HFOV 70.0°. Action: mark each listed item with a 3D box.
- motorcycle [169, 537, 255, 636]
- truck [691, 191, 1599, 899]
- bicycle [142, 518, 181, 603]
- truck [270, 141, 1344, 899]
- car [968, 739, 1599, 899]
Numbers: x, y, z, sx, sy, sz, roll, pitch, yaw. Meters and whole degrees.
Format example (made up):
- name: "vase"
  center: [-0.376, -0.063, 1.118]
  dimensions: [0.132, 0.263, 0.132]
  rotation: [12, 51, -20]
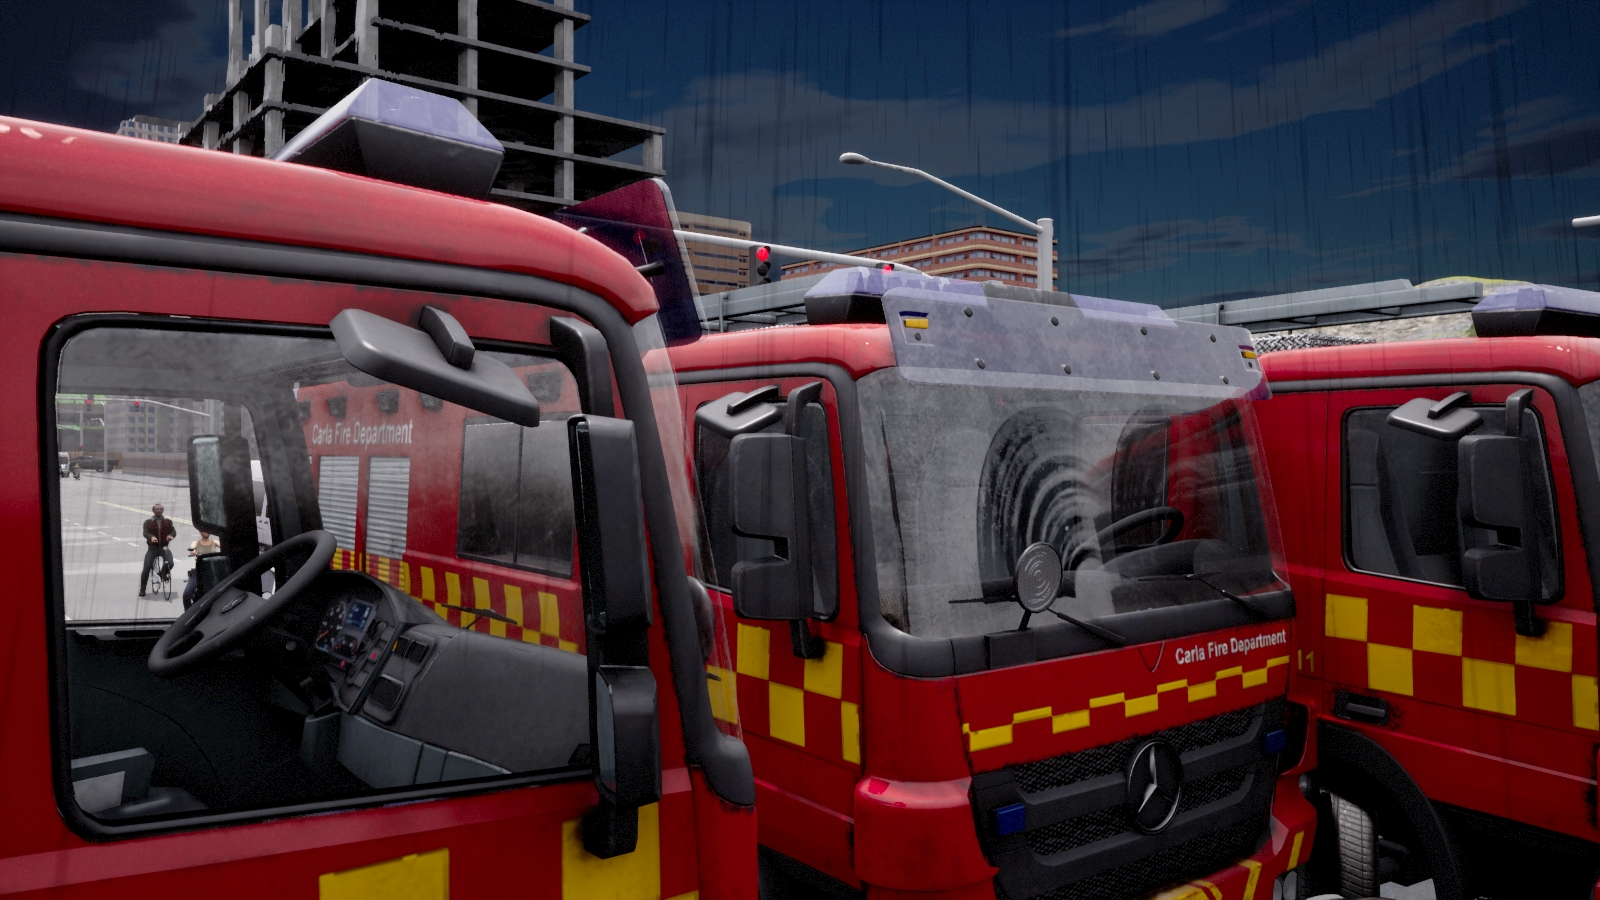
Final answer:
- name: "motorcycle"
  center: [-9.533, 2.155, 18.464]
  dimensions: [0.764, 1.307, 2.356]
  rotation: [0, 0, -39]
- name: "truck"
  center: [2.348, 0.890, 8.605]
  dimensions: [2.891, 3.827, 8.468]
  rotation: [0, 0, -31]
- name: "bicycle"
  center: [-12.095, 2.060, 21.614]
  dimensions: [0.329, 1.471, 1.835]
  rotation: [0, 0, -39]
- name: "truck"
  center: [-1.099, 0.890, 8.003]
  dimensions: [2.891, 3.827, 8.468]
  rotation: [0, 0, -38]
- name: "car"
  center: [2.437, 2.065, 3.109]
  dimensions: [1.970, 1.475, 3.806]
  rotation: [0, 0, -30]
